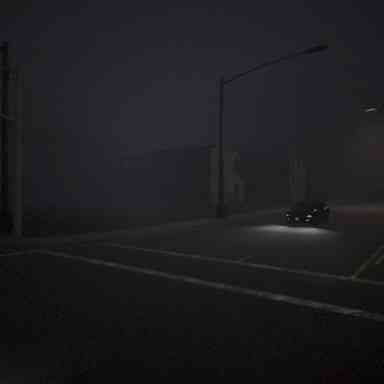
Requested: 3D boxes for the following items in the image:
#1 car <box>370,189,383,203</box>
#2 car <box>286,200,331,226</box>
[{"bbox_3d":[27.806,0.561,49.071,2.150,2.045,5.566,0,1,37],"label":"car"},{"bbox_3d":[7.810,1.351,22.150,1.837,1.490,4.892,0,1,37],"label":"car"}]
